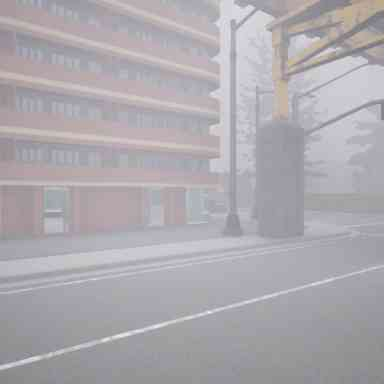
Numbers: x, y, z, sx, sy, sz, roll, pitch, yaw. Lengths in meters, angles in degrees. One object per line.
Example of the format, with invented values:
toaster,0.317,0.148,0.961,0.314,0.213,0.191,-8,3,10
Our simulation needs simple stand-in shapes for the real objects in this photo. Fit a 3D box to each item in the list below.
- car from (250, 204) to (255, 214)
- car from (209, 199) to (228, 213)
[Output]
car,7.337,1.478,29.196,1.882,1.535,5.008,0,0,-35
car,1.939,1.526,36.865,1.812,1.442,4.674,0,0,-35
